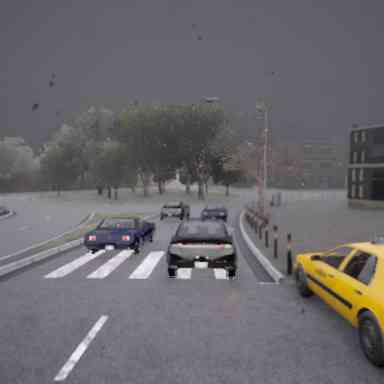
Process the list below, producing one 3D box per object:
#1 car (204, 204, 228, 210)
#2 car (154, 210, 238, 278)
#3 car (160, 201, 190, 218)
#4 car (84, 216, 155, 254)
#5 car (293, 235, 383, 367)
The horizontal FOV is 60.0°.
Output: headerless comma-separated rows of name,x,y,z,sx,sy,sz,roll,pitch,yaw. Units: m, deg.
car,1.926,1.586,26.820,1.895,1.301,4.718,0,1,8
car,0.331,1.543,10.365,2.128,1.511,4.902,0,0,3
car,-1.282,1.451,27.252,2.128,1.511,4.902,0,1,8
car,-2.746,1.660,13.842,1.895,1.301,4.718,0,0,3
car,3.251,1.506,5.750,1.946,1.575,5.366,0,0,0
